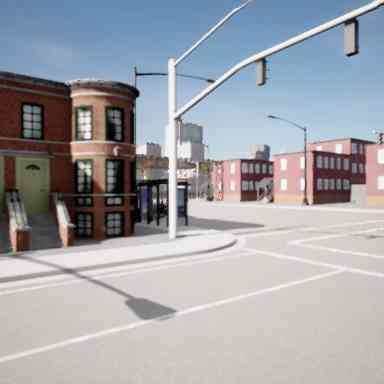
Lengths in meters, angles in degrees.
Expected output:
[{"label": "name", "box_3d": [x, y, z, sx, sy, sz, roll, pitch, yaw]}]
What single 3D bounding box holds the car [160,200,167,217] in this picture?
[{"label": "car", "box_3d": [-2.309, 1.475, 30.804, 1.994, 1.385, 4.181, 0, 0, -35]}]
